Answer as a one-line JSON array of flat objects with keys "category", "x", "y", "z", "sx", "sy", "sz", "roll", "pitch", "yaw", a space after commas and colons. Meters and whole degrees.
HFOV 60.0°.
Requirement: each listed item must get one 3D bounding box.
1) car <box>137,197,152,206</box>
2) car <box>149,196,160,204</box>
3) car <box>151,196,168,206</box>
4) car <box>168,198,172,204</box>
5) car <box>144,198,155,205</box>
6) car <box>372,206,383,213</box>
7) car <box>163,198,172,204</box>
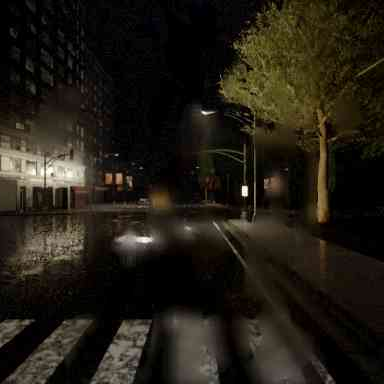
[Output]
[{"category": "car", "x": -9.591, "y": 2.000, "z": 65.629, "sx": 1.994, "sy": 1.385, "sz": 4.181, "roll": 0, "pitch": -1, "yaw": 0}, {"category": "car", "x": -9.541, "y": 1.951, "z": 85.903, "sx": 2.150, "sy": 2.045, "sz": 5.566, "roll": 0, "pitch": -1, "yaw": 0}, {"category": "car", "x": -6.341, "y": 1.918, "z": 65.955, "sx": 1.882, "sy": 1.535, "sz": 5.008, "roll": 0, "pitch": -1, "yaw": 0}, {"category": "car", "x": -6.316, "y": 2.118, "z": 75.955, "sx": 2.033, "sy": 1.411, "sz": 5.357, "roll": 0, "pitch": -1, "yaw": 0}, {"category": "car", "x": -9.567, "y": 2.124, "z": 75.497, "sx": 1.994, "sy": 1.385, "sz": 4.181, "roll": 0, "pitch": -1, "yaw": 0}, {"category": "car", "x": 41.790, "y": 3.904, "z": 74.394, "sx": 4.892, "sy": 1.490, "sz": 1.837, "roll": 3, "pitch": -3, "yaw": -45}, {"category": "car", "x": -6.291, "y": 2.254, "z": 86.158, "sx": 1.812, "sy": 1.442, "sz": 4.674, "roll": 0, "pitch": -1, "yaw": 0}]
